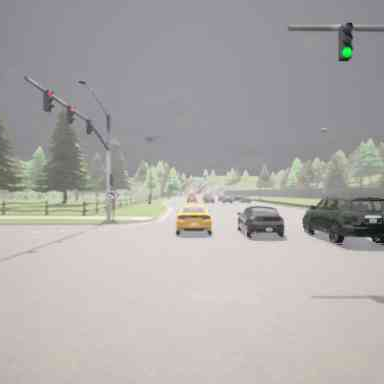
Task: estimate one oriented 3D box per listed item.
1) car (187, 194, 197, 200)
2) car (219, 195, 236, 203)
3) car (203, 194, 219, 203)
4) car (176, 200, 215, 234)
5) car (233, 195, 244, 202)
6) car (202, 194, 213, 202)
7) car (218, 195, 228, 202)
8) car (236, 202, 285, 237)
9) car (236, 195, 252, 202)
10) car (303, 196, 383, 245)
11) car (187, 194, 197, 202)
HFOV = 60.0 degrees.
[{"bbox_3d":[0.003,1.334,65.966,2.097,1.767,4.553,0,0,0],"label":"car"},{"bbox_3d":[7.003,1.507,65.996,1.812,1.442,4.674,0,0,0],"label":"car"},{"bbox_3d":[3.503,1.474,65.580,2.128,1.511,4.902,0,0,0],"label":"car"},{"bbox_3d":[0.100,1.472,19.230,1.882,1.535,5.008,0,0,0],"label":"car"},{"bbox_3d":[10.503,1.365,75.999,1.882,1.535,5.008,0,0,0],"label":"car"},{"bbox_3d":[3.503,1.243,75.969,2.097,1.767,4.553,0,0,0],"label":"car"},{"bbox_3d":[7.003,1.440,75.999,1.994,1.385,4.181,0,0,0],"label":"car"},{"bbox_3d":[3.601,1.500,17.956,1.837,1.490,4.892,0,0,0],"label":"car"},{"bbox_3d":[10.503,1.529,65.579,2.033,1.411,5.357,0,0,0],"label":"car"},{"bbox_3d":[7.101,1.217,15.716,2.150,2.045,5.566,0,0,0],"label":"car"},{"bbox_3d":[0.003,1.243,75.969,2.097,1.767,4.553,0,0,0],"label":"car"}]
